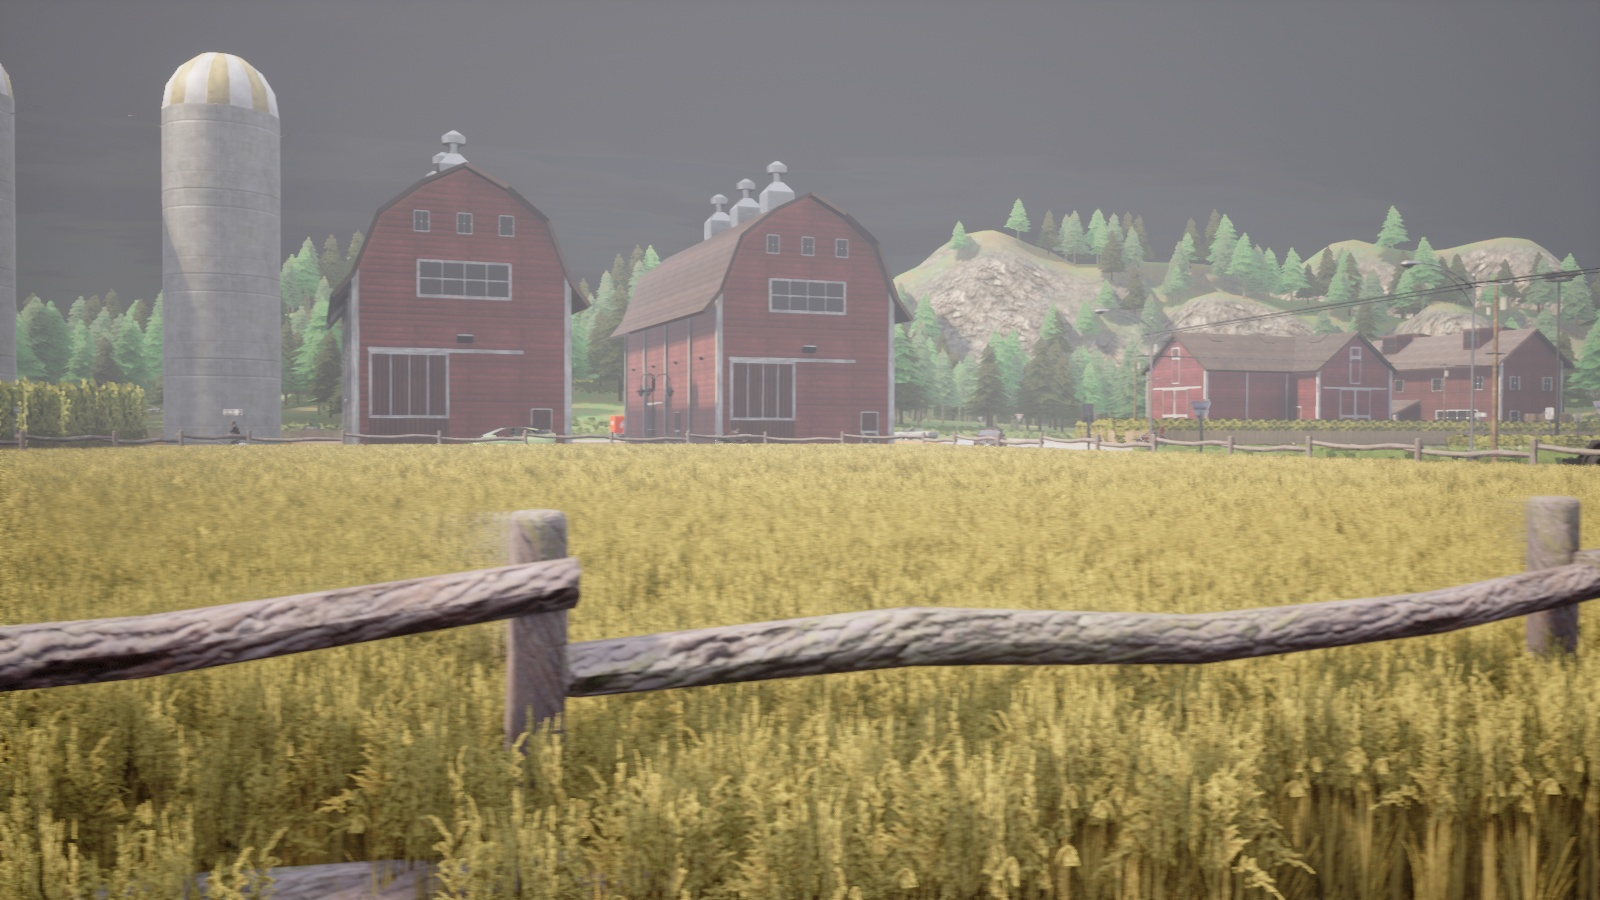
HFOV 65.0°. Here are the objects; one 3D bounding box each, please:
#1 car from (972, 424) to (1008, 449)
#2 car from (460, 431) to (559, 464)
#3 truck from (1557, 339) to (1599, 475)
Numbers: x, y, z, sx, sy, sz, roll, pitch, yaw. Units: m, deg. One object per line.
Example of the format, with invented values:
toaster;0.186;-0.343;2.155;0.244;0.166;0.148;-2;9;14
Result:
car;11.947;-0.879;78.842;1.812;1.442;4.674;-1;1;14
car;-14.617;-0.136;63.117;4.514;1.525;2.007;-1;1;-24
truck;22.664;-1.095;29.811;2.891;3.462;7.936;-1;1;-21
